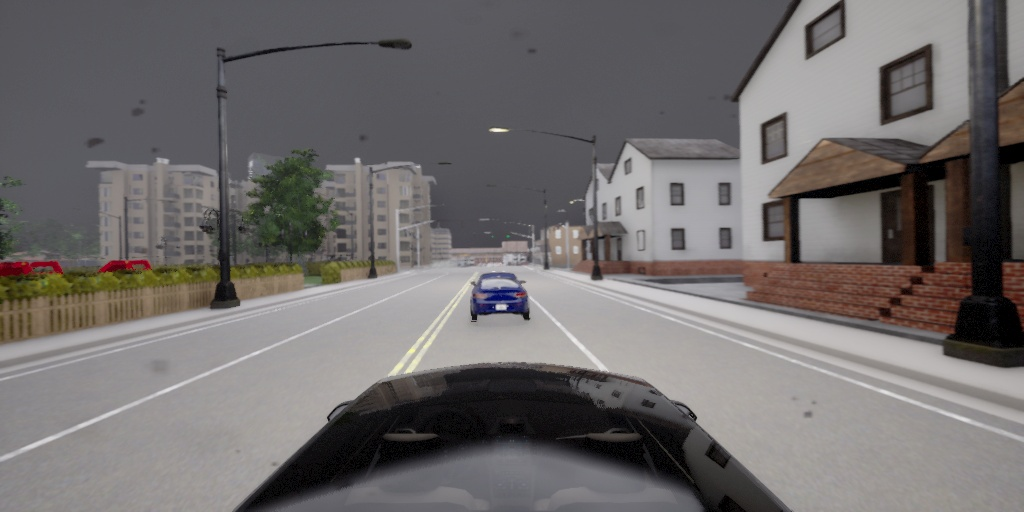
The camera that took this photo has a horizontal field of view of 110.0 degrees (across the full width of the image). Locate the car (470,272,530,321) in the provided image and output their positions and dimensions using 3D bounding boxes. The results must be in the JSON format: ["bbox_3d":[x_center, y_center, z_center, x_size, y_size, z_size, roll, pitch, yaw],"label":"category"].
[{"bbox_3d":[-0.458,1.283,12.433,1.812,1.442,4.674,-1,0,-4],"label":"car"}]
